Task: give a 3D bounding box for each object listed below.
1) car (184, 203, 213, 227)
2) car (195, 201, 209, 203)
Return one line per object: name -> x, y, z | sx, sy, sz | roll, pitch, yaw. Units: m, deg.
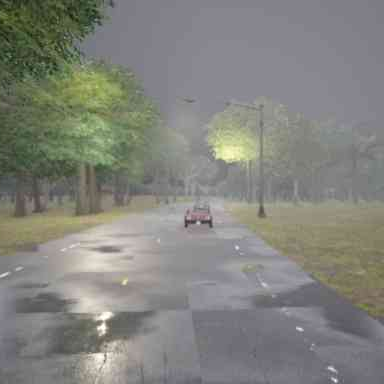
car -> 0.476, 1.698, 23.514 | 1.895, 1.301, 4.718 | 0, 0, 2
car -> 1.216, 1.756, 41.714 | 1.994, 1.385, 4.181 | 0, 0, 3
